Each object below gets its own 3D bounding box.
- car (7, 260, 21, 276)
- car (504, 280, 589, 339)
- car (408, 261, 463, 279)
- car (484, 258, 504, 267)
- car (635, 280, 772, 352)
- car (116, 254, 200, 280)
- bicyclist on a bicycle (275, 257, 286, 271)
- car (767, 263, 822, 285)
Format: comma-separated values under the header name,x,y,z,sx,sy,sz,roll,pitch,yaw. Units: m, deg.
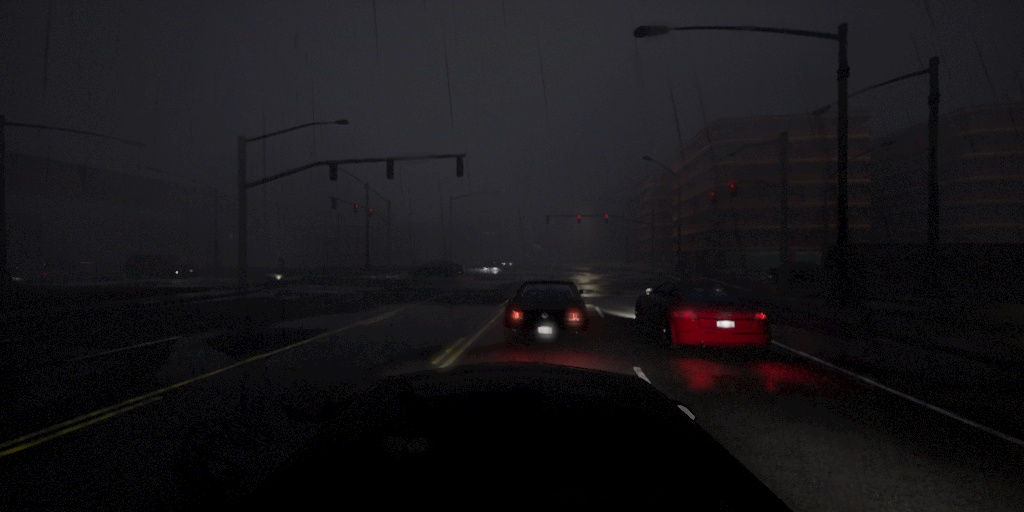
name,x,y,z,sx,sy,sz,roll,pitch,yaw
car,-48.718,1.120,34.144,5.008,1.535,1.882,0,0,30
car,1.035,1.327,10.002,1.895,1.301,4.718,0,0,8
car,-6.419,1.124,30.043,4.902,1.511,2.128,0,0,24
car,-2.953,0.987,53.956,1.895,1.301,4.718,0,1,8
car,4.435,1.294,8.989,1.994,1.385,4.181,0,0,7
car,-29.336,0.882,30.077,5.566,2.045,2.150,0,0,7
bicyclist on a bicycle,-26.263,0.932,40.774,0.582,1.620,1.656,0,0,7
car,20.035,1.214,24.319,4.674,1.442,1.812,0,0,8
